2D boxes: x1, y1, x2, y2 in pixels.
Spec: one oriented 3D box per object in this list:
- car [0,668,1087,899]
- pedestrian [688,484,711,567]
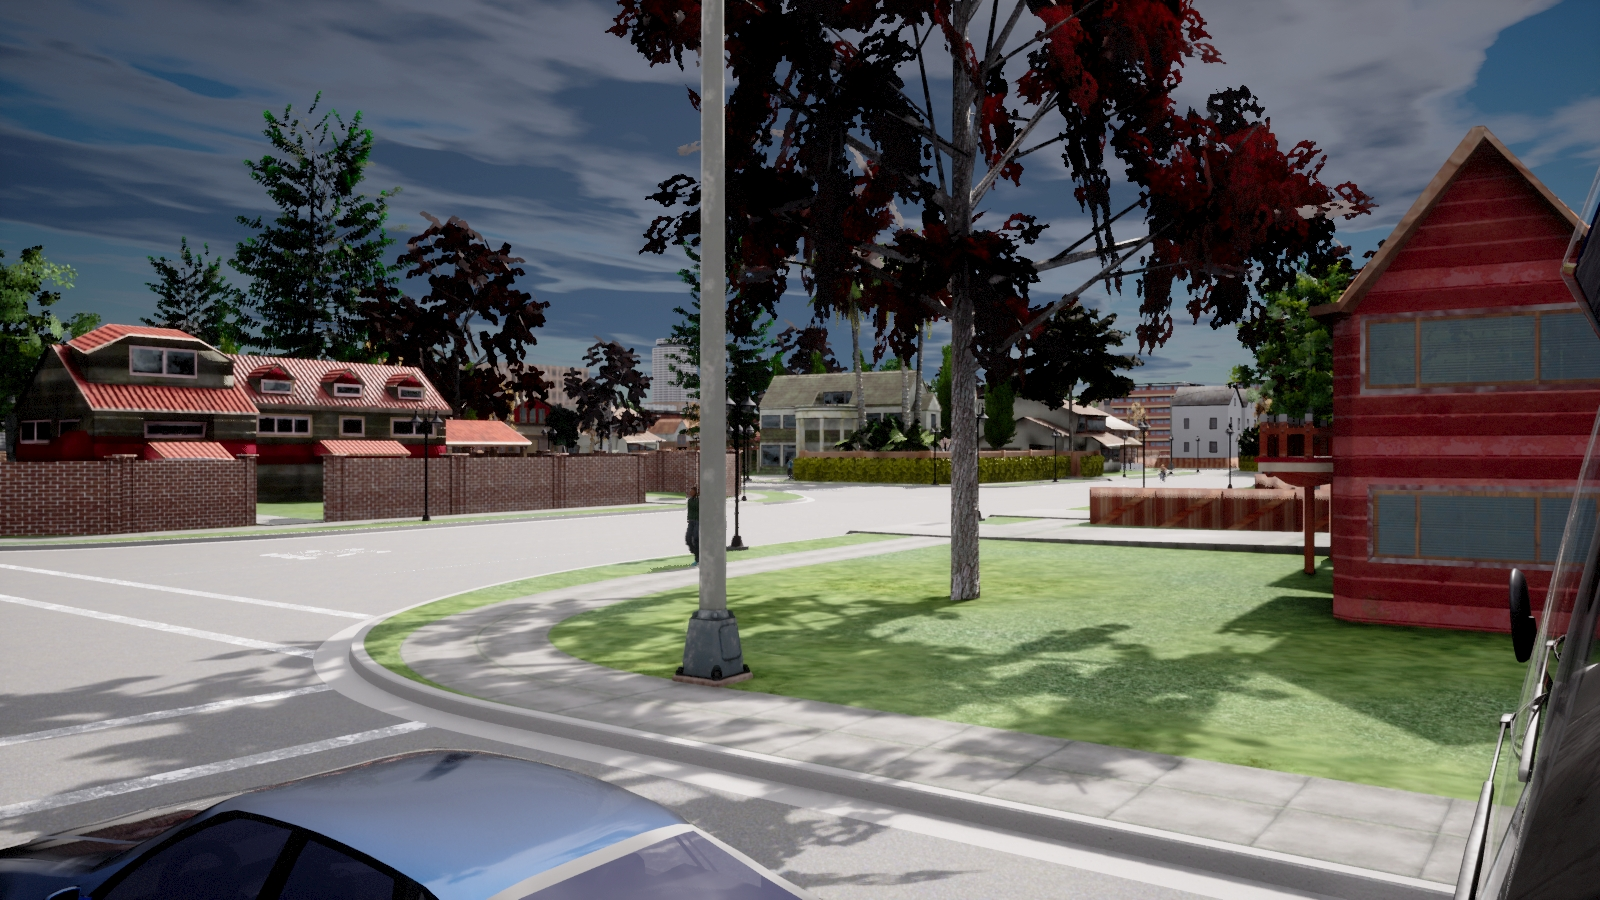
[{"bbox_3d":[-1.713,2.106,4.943,5.357,1.411,2.033,0,0,36],"label":"car"},{"bbox_3d":[-2.287,1.704,25.994,0.375,1.860,0.375,0,0,35],"label":"pedestrian"}]
